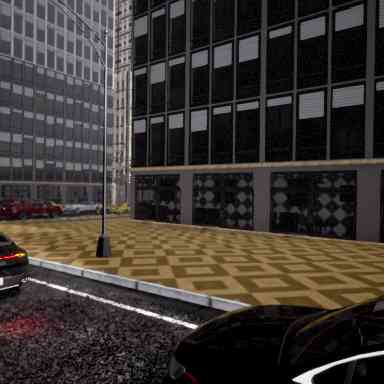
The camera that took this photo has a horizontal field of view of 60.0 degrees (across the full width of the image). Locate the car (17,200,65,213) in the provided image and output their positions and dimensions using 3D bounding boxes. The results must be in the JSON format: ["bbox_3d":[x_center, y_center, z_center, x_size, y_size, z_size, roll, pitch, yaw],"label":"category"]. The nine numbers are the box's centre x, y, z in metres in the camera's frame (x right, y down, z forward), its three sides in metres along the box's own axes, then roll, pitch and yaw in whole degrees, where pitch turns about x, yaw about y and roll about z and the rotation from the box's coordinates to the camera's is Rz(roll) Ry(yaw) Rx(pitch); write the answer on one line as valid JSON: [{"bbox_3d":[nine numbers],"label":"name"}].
[{"bbox_3d":[-17.636,1.643,39.063,1.752,1.417,4.829,1,0,37],"label":"car"}]

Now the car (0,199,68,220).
[{"bbox_3d":[-14.173,1.520,29.675,2.192,1.841,5.009,1,0,37],"label":"car"}]

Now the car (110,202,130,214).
[{"bbox_3d":[-7.341,1.830,38.862,1.752,1.417,4.829,1,0,37],"label":"car"}]

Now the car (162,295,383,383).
[{"bbox_3d":[1.974,1.505,2.267,4.892,1.490,1.837,0,0,36],"label":"car"}]

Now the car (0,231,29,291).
[{"bbox_3d":[-5.742,1.500,7.811,4.892,1.490,1.837,0,0,36],"label":"car"}]

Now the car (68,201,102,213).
[{"bbox_3d":[-13.181,1.795,40.699,1.895,1.301,4.718,1,0,37],"label":"car"}]
